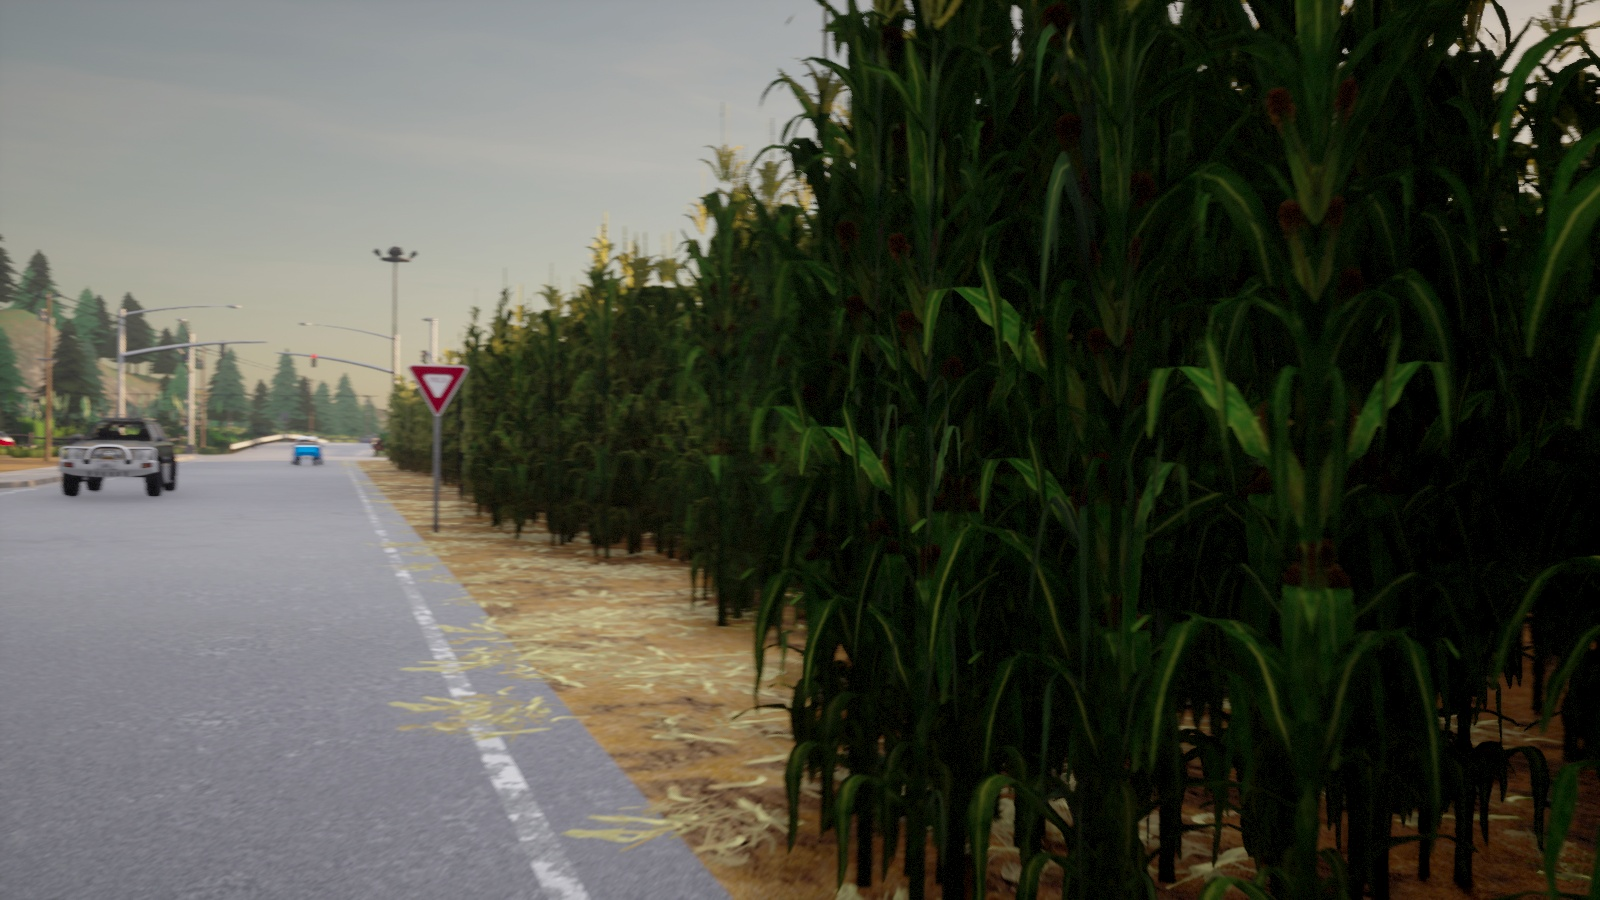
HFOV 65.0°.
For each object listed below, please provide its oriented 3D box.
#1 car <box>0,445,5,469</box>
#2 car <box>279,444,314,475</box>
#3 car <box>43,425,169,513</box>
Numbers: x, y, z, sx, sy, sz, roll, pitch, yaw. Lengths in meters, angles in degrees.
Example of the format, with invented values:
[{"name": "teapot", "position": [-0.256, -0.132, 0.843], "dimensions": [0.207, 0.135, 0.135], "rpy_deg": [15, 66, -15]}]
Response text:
[{"name": "car", "position": [-46.678, 0.399, 71.344], "dimensions": [2.207, 1.376, 1.481], "rpy_deg": [-1, 1, -18]}, {"name": "car", "position": [-23.441, 0.437, 58.475], "dimensions": [1.481, 1.376, 2.207], "rpy_deg": [0, 1, -21]}, {"name": "car", "position": [-15.953, 0.393, 29.092], "dimensions": [1.932, 1.855, 4.605], "rpy_deg": [0, 0, -21]}]
